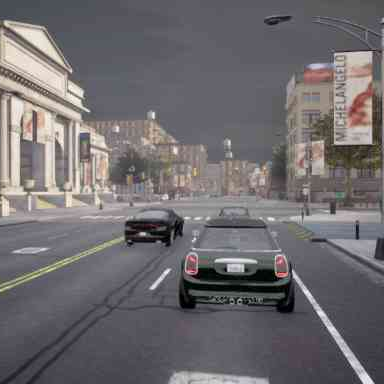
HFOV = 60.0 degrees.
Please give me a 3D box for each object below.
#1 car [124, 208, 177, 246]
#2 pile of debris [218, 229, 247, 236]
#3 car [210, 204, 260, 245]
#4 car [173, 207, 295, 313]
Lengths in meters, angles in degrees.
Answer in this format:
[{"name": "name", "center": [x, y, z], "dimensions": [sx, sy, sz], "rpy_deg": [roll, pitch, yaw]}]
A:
[{"name": "car", "center": [-1.568, 1.477, 15.326], "dimensions": [1.882, 1.535, 5.008], "rpy_deg": [0, 0, 8]}, {"name": "pile of debris", "center": [2.206, 2.175, 18.015], "dimensions": [1.500, 0.140, 1.860], "rpy_deg": [0, 0, 8]}, {"name": "car", "center": [2.149, 1.489, 16.779], "dimensions": [2.128, 1.511, 4.902], "rpy_deg": [0, 0, 7]}, {"name": "car", "center": [1.015, 1.352, 7.930], "dimensions": [2.097, 1.767, 4.553], "rpy_deg": [0, 0, 7]}]
